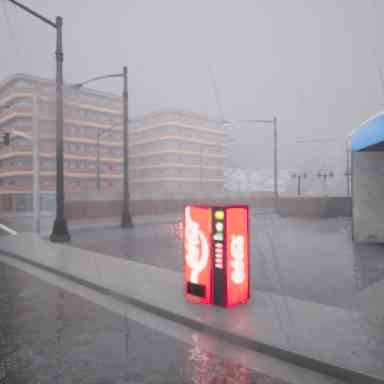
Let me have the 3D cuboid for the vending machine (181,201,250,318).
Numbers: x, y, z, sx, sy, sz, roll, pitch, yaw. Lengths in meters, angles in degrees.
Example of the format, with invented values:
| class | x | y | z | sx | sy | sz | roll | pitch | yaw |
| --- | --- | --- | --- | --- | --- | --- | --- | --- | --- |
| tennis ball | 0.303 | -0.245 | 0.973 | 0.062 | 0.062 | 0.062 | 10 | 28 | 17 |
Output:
| class | x | y | z | sx | sy | sz | roll | pitch | yaw |
| --- | --- | --- | --- | --- | --- | --- | --- | --- | --- |
| vending machine | 0.487 | 1.250 | 6.763 | 0.880 | 2.100 | 1.100 | -1 | -1 | 44 |
